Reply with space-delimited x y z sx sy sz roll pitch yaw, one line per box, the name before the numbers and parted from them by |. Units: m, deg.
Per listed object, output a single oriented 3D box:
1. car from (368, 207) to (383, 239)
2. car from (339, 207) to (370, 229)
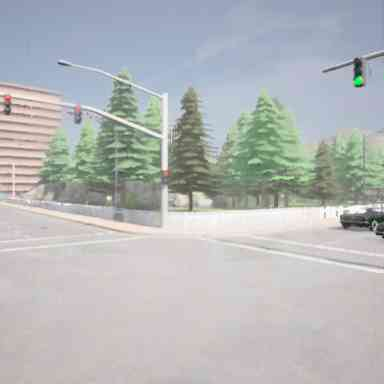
car | 11.077 1.552 16.181 5.357 1.411 2.033 0 0 -35
car | 11.154 1.606 20.523 4.718 1.301 1.895 0 0 -35
